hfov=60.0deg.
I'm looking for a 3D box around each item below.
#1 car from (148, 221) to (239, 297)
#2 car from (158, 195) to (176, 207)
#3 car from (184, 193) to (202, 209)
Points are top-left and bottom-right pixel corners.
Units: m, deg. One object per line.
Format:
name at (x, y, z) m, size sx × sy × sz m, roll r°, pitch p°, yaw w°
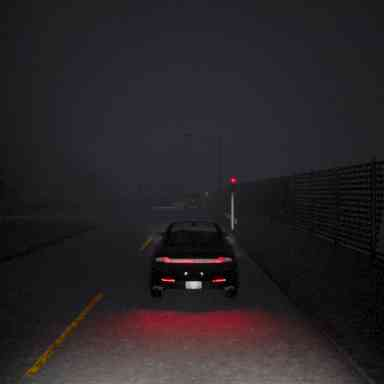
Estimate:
car at (0.055, 1.489, 8.524) m, size 2.128 × 1.511 × 4.902 m, roll 0°, pitch 0°, yaw 1°
car at (-4.053, 1.533, 51.237) m, size 2.033 × 1.411 × 5.357 m, roll 0°, pitch 0°, yaw 0°
car at (0.135, 1.208, 46.175) m, size 2.150 × 2.045 × 5.566 m, roll 0°, pitch 0°, yaw 0°
